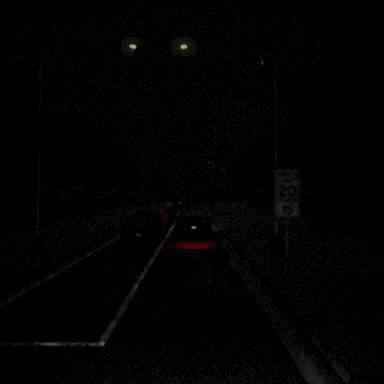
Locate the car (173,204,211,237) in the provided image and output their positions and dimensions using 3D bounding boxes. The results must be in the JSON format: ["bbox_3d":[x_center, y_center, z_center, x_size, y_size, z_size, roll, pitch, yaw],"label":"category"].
[{"bbox_3d":[0.091,1.694,19.490,1.882,1.535,5.008,0,-1,0],"label":"car"}]

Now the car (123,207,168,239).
[{"bbox_3d":[-2.629,1.761,18.568,1.947,1.339,4.313,2,-1,0],"label":"car"}]

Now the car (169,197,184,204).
[{"bbox_3d":[-2.785,1.844,54.085,2.150,2.045,5.566,0,-1,0],"label":"car"}]

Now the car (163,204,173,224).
[{"bbox_3d":[-2.632,1.805,24.100,1.887,1.381,4.507,2,-1,0],"label":"car"}]

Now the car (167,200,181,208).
[{"bbox_3d":[-2.647,2.038,40.696,1.802,1.307,4.206,2,-1,0],"label":"car"}]

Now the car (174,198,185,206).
[{"bbox_3d":[-2.667,2.186,73.891,2.192,1.841,5.009,2,-1,0],"label":"car"}]

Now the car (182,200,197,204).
[{"bbox_3d":[0.057,2.087,45.319,1.994,1.385,4.181,0,-1,0],"label":"car"}]

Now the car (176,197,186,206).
[{"bbox_3d":[-2.671,2.258,79.422,2.192,1.841,5.009,2,-1,0],"label":"car"}]
